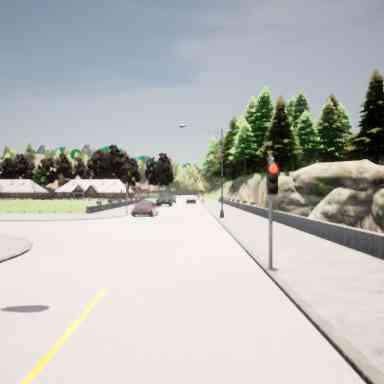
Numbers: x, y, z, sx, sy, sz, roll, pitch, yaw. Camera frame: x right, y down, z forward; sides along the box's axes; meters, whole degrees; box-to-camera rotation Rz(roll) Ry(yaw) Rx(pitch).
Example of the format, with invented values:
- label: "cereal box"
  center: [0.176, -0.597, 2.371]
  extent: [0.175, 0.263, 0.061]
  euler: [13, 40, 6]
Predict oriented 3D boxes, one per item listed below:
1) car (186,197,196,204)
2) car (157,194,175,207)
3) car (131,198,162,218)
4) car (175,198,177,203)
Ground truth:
- label: "car"
  center: [-0.171, 1.633, 63.473]
  extent: [1.895, 1.301, 4.718]
  euler: [0, 0, 0]
- label: "car"
  center: [-4.227, 1.251, 51.935]
  extent: [2.150, 2.045, 5.566]
  euler: [0, 0, 0]
- label: "car"
  center: [-4.299, 1.541, 30.959]
  extent: [1.812, 1.442, 4.674]
  euler: [0, 0, 3]
- label: "car"
  center: [-4.194, 1.560, 67.760]
  extent: [1.812, 1.442, 4.674]
  euler: [0, 0, 0]
